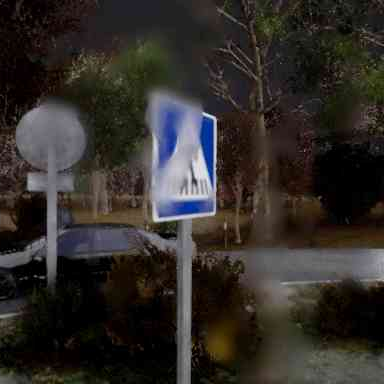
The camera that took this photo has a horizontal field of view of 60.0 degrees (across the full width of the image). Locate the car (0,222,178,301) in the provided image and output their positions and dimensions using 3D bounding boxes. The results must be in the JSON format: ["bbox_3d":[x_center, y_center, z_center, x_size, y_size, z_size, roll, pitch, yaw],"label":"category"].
[{"bbox_3d":[-2.495,1.455,7.899,5.357,1.411,2.033,-1,1,-15],"label":"car"}]
